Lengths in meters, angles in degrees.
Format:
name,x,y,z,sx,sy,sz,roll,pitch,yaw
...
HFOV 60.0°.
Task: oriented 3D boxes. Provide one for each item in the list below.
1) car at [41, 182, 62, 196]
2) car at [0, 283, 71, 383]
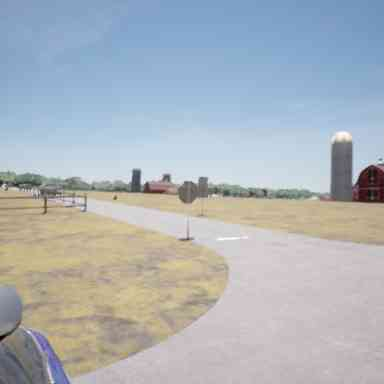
name,x,y,z,sx,sy,sz,roll,pitch,yaw
car,-20.329,-0.382,48.009,2.150,2.045,5.566,2,1,-33
car,-2.617,1.355,1.069,4.553,1.767,2.097,1,-1,-33
